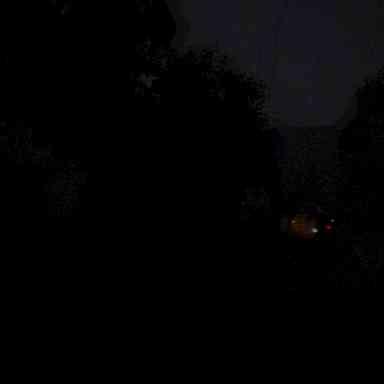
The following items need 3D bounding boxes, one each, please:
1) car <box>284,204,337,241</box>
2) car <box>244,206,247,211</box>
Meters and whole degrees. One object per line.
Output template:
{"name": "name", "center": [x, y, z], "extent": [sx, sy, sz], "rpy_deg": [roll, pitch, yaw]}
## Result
{"name": "car", "center": [5.267, 1.273, 15.120], "extent": [1.812, 1.442, 4.674], "rpy_deg": [-4, 0, 13]}
{"name": "car", "center": [4.621, 1.461, 37.302], "extent": [1.837, 1.490, 4.892], "rpy_deg": [-6, 0, -12]}
